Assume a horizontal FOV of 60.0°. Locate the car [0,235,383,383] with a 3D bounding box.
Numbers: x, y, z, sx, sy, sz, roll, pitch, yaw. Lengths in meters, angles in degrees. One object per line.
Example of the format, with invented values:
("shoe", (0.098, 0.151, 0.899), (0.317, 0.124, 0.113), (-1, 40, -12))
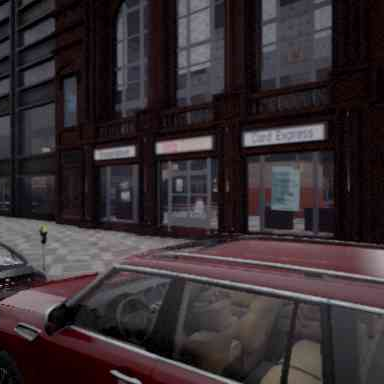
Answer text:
("car", (0.241, 1.306, 2.688), (5.009, 1.841, 2.192), (1, 0, 36))
